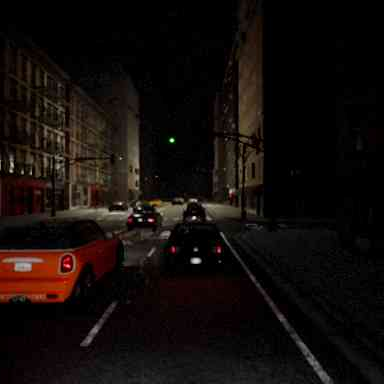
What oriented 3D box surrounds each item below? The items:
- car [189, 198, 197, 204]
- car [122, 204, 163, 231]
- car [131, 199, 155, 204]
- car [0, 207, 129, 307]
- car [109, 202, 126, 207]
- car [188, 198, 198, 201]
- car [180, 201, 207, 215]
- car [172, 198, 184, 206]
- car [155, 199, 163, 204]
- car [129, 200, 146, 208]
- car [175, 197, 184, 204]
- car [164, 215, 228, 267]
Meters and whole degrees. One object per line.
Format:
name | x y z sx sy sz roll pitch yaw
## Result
car | 0.239 2.086 79.394 1.837 1.490 4.892 0 0 0
car | -3.085 1.753 22.341 2.033 1.411 5.357 0 0 0
car | -6.460 1.940 43.431 2.033 1.411 5.357 0 -1 0
car | -3.128 1.430 8.306 2.097 1.767 4.553 0 0 0
car | -9.705 1.960 43.840 1.994 1.385 4.181 0 0 0
car | 0.208 2.210 69.447 1.895 1.301 4.718 0 0 0
car | 0.187 1.771 28.380 1.837 1.490 4.892 0 -1 0
car | -3.042 1.968 69.366 2.097 1.767 4.553 0 0 0
car | -6.368 2.012 59.838 1.882 1.535 5.008 0 0 1
car | -9.620 2.075 59.022 2.033 1.411 5.357 0 0 1
car | -3.011 2.064 79.404 1.882 1.535 5.008 0 0 0
car | 0.127 1.711 11.810 1.895 1.301 4.718 0 -1 0
